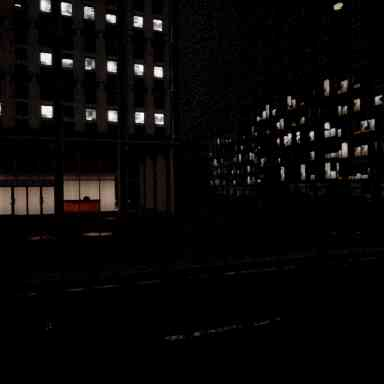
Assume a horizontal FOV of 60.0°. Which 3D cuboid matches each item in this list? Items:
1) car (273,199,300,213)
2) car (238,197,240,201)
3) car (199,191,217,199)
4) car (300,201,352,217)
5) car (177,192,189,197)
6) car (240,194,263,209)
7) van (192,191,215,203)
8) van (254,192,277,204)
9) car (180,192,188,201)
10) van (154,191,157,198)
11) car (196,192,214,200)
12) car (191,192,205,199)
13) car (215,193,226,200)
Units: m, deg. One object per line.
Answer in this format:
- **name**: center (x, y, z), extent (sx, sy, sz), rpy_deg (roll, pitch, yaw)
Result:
- **car**: center (9.997, 1.399, 34.769), extent (1.802, 1.307, 4.206), rpy_deg (0, 1, -21)
- **car**: center (9.722, 1.058, 59.032), extent (1.802, 1.307, 4.206), rpy_deg (0, 1, -21)
- **car**: center (3.573, 0.633, 74.934), extent (2.192, 1.841, 5.009), rpy_deg (0, 1, -21)
- **car**: center (12.030, 1.434, 29.459), extent (1.947, 1.339, 4.313), rpy_deg (0, 1, -21)
- **car**: center (-2.574, 0.709, 90.840), extent (2.008, 1.369, 4.403), rpy_deg (0, 1, -21)
- **car**: center (8.002, 1.331, 40.091), extent (1.947, 1.339, 4.313), rpy_deg (0, 1, -21)
- **van**: center (1.905, 0.951, 56.010), extent (1.690, 1.788, 3.998), rpy_deg (0, 1, -21)
- **van**: center (11.769, 0.869, 53.728), extent (1.690, 1.788, 3.998), rpy_deg (0, 1, -21)
- **car**: center (-2.194, 1.055, 66.615), extent (2.008, 1.369, 4.403), rpy_deg (0, 1, -21)
- **van**: center (-8.342, 0.686, 82.517), extent (1.690, 1.788, 3.998), rpy_deg (0, 1, -21)
- **car**: center (2.754, 0.878, 69.852), extent (1.882, 1.535, 5.008), rpy_deg (-1, 1, -21)
- **car**: center (1.524, 0.705, 80.236), extent (1.967, 1.590, 4.097), rpy_deg (0, 1, -21)
- **car**: center (5.623, 0.953, 69.636), extent (1.802, 1.307, 4.206), rpy_deg (0, 1, -21)
